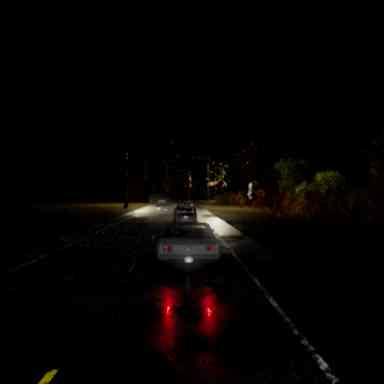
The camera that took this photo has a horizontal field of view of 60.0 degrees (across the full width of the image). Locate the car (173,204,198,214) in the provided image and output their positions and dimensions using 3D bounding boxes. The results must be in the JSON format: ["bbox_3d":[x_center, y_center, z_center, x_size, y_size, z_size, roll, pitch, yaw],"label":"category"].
[{"bbox_3d":[-0.541,1.705,27.458,2.128,1.511,4.902,0,0,-1],"label":"car"}]

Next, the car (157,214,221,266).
[{"bbox_3d":[-0.111,1.697,11.848,1.895,1.301,4.718,0,0,-1],"label":"car"}]

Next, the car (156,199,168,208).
[{"bbox_3d":[-5.034,1.972,56.772,2.033,1.411,5.357,0,0,-1],"label":"car"}]
